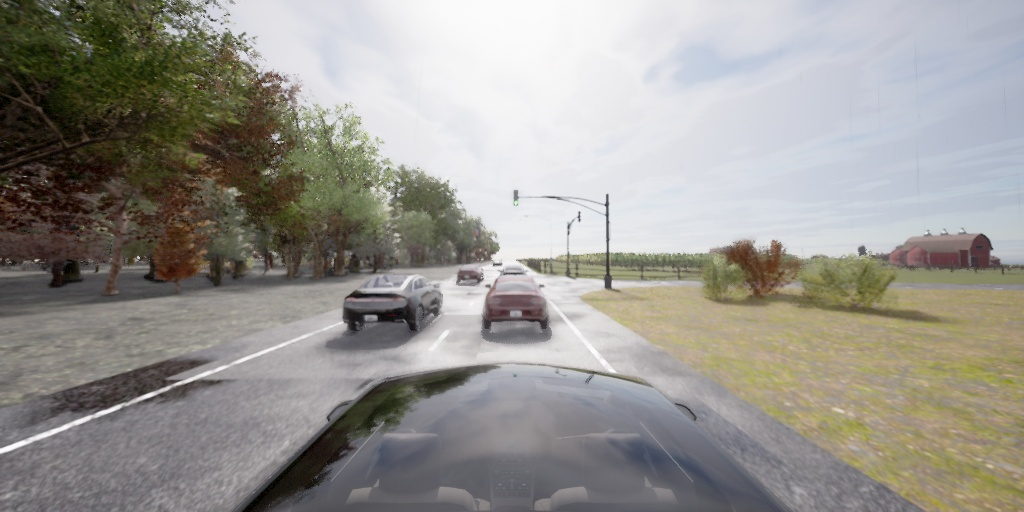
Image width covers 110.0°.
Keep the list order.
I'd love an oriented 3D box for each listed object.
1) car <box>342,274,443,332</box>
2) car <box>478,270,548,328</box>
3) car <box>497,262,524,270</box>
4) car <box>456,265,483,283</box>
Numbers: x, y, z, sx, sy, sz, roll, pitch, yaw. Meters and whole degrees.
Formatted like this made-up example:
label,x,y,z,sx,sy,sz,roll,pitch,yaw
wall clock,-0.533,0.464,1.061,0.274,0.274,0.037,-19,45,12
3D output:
label,x,y,z,sx,sy,sz,roll,pitch,yaw
car,-3.398,1.298,11.044,2.128,1.511,4.902,0,0,0
car,0.102,1.336,11.518,1.812,1.442,4.674,0,0,0
car,0.097,1.403,25.659,1.837,1.490,4.892,0,0,0
car,-3.403,1.445,29.624,1.812,1.442,4.674,0,0,0
